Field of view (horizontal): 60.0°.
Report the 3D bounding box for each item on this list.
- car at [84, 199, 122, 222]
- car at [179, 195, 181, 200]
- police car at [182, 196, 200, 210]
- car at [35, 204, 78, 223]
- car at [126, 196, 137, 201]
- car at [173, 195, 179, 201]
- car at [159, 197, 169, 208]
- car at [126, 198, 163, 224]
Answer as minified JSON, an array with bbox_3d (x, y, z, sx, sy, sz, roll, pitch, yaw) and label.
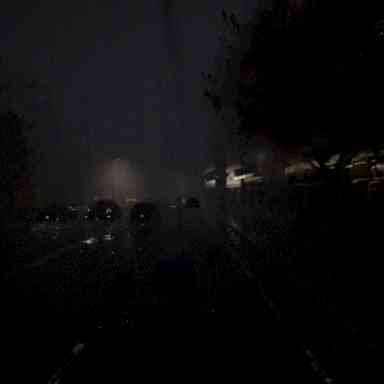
[{"bbox_3d":[-6.965,1.371,26.372,2.097,1.767,4.553,0,0,-1],"label":"car"},{"bbox_3d":[-0.791,1.421,60.893,2.097,1.767,4.553,0,0,-3],"label":"car"},{"bbox_3d":[-0.004,1.468,44.966,1.930,1.638,5.238,0,0,-2],"label":"police car"},{"bbox_3d":[-10.189,1.583,25.301,1.994,1.385,4.181,0,0,-1],"label":"car"},{"bbox_3d":[-11.833,1.559,65.682,1.882,1.535,5.008,0,0,-3],"label":"car"},{"bbox_3d":[-2.992,1.485,80.000,1.837,1.490,4.892,0,0,-4],"label":"car"},{"bbox_3d":[-4.367,1.541,49.970,2.128,1.511,4.902,0,0,-3],"label":"car"},{"bbox_3d":[-3.489,1.495,25.203,1.882,1.535,5.008,0,0,-1],"label":"car"}]
